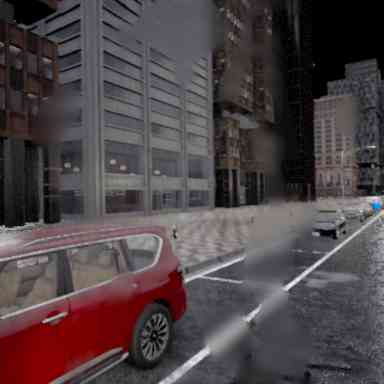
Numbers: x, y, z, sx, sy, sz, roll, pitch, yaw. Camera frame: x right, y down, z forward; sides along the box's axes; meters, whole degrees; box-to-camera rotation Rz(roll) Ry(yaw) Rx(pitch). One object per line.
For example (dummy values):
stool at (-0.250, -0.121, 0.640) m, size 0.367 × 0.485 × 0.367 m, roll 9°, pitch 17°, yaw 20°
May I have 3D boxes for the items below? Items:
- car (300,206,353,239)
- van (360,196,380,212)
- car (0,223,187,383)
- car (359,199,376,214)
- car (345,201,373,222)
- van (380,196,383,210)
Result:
car at (7.192, 1.675, 17.958) m, size 1.947 × 1.339 × 4.313 m, roll -2°, pitch -1°, yaw 33°
van at (19.454, 1.492, 36.898) m, size 1.690 × 1.788 × 3.998 m, roll -2°, pitch -1°, yaw 33°
car at (-2.013, 1.393, 3.758) m, size 2.192 × 1.841 × 5.009 m, roll -2°, pitch -1°, yaw 33°
car at (16.298, 1.665, 32.018) m, size 1.752 × 1.417 × 4.829 m, roll -2°, pitch -1°, yaw 33°
car at (13.324, 1.681, 27.426) m, size 2.008 × 1.369 × 4.403 m, roll -2°, pitch -1°, yaw 33°
van at (22.520, 1.502, 41.632) m, size 1.690 × 1.788 × 3.998 m, roll -2°, pitch -1°, yaw 33°
